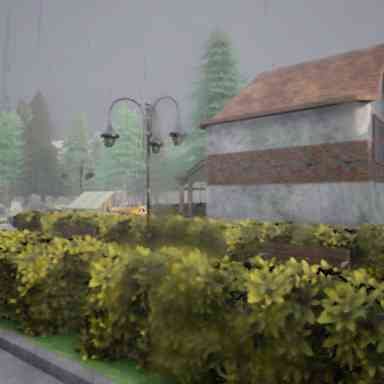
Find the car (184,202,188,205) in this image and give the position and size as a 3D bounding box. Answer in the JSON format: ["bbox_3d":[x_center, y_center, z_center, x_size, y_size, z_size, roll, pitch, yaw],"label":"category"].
[{"bbox_3d":[-0.890,1.976,43.094,1.895,1.301,4.718,-1,0,39],"label":"car"}]

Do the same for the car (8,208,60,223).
[{"bbox_3d":[-12.488,1.979,27.506,1.895,1.301,4.718,-1,0,36],"label":"car"}]

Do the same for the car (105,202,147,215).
[{"bbox_3d":[-6.986,1.855,35.112,1.882,1.535,5.008,-1,0,36],"label":"car"}]
